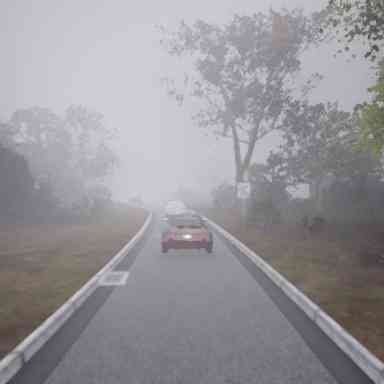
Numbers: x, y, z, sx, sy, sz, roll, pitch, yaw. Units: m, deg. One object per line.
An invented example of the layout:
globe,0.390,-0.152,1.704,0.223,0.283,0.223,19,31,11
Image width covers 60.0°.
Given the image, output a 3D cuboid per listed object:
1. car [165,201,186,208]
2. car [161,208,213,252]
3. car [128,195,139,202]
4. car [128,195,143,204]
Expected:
car,-1.483,1.547,30.235,1.812,1.442,4.674,0,0,-6
car,-0.255,1.574,13.954,1.994,1.385,4.181,0,0,-3
car,-12.837,1.375,72.509,1.882,1.535,5.008,0,0,-15
car,-10.554,1.387,63.386,2.097,1.767,4.553,0,0,-13
